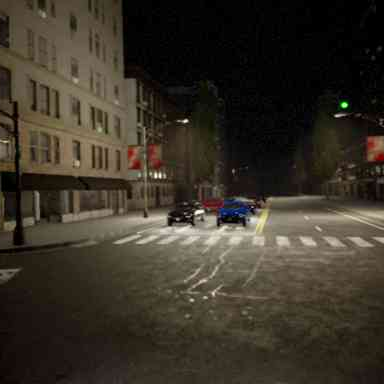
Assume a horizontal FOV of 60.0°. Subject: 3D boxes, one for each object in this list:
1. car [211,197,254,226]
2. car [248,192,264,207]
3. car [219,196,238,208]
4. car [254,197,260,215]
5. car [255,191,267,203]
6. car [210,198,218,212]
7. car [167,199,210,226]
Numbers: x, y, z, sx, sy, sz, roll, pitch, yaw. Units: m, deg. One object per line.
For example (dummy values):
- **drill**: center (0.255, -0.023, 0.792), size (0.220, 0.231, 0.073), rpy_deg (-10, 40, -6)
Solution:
- **car**: center (2.841, 1.358, 22.299), size (1.882, 1.535, 5.008), rpy_deg (-1, 0, 14)
- **car**: center (7.647, 1.203, 41.569), size (1.882, 1.535, 5.008), rpy_deg (-1, 0, 14)
- **car**: center (4.886, 1.345, 43.908), size (1.994, 1.385, 4.181), rpy_deg (-1, 0, 14)
- **car**: center (5.100, 1.409, 31.363), size (1.895, 1.301, 4.718), rpy_deg (-1, 0, 14)
- **car**: center (11.359, 0.880, 56.132), size (2.150, 2.045, 5.566), rpy_deg (-1, 0, 14)
- **car**: center (2.175, 1.348, 33.067), size (1.882, 1.535, 5.008), rpy_deg (-1, 0, 14)
- **car**: center (-0.310, 1.455, 23.092), size (1.837, 1.490, 4.892), rpy_deg (-1, 0, 14)
